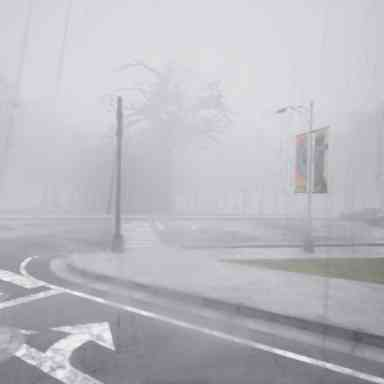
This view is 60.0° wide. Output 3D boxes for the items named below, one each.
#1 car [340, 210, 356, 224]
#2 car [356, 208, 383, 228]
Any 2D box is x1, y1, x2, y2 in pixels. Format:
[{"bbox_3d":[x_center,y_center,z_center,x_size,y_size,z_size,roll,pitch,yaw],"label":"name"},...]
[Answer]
[{"bbox_3d":[17.120,2.285,32.797,5.008,1.535,1.882,1,1,-11],"label":"car"},{"bbox_3d":[17.703,2.333,29.601,5.008,1.535,1.882,1,1,-11],"label":"car"}]
